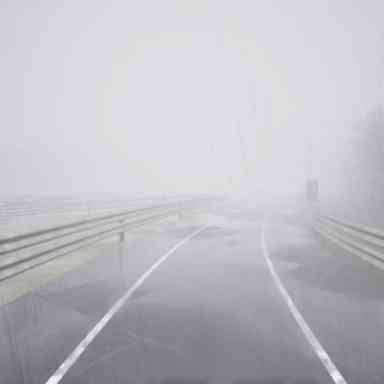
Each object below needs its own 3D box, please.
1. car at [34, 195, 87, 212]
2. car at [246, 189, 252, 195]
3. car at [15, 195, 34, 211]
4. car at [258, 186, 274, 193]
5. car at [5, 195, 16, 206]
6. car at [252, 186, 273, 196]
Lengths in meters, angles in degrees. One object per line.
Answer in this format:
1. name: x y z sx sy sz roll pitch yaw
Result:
1. car: -12.993 1.163 33.719 2.097 1.767 4.553 1 2 37
2. car: 14.096 -0.036 76.147 1.812 1.442 4.674 1 2 37
3. car: -15.780 1.241 35.840 1.882 1.535 5.008 1 2 37
4. car: 19.953 -0.710 89.919 2.150 2.045 5.566 1 2 37
5. car: -18.618 1.062 37.885 2.097 1.767 4.553 1 2 37
6. car: 15.715 0.065 72.455 2.128 1.511 4.902 1 2 37
